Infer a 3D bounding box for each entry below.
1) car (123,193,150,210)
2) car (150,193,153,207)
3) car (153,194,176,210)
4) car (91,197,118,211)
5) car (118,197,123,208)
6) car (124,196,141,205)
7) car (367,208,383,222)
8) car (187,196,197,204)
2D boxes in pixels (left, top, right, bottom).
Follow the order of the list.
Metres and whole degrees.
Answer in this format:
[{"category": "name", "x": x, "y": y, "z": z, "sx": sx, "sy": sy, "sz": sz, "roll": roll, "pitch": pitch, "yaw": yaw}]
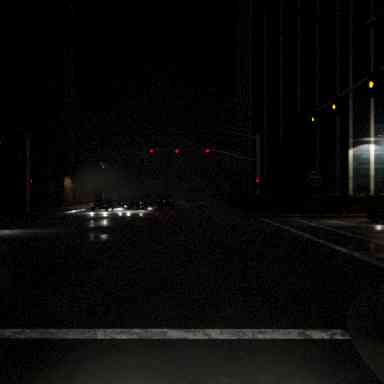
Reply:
[{"category": "car", "x": -7.139, "y": 1.352, "z": 43.399, "sx": 2.097, "sy": 1.767, "sz": 4.553, "roll": 0, "pitch": 0, "yaw": 0}, {"category": "car", "x": -7.136, "y": 1.221, "z": 52.900, "sx": 2.150, "sy": 2.045, "sz": 5.566, "roll": 0, "pitch": 0, "yaw": 0}, {"category": "car", "x": -3.438, "y": 1.221, "z": 44.154, "sx": 2.150, "sy": 2.045, "sz": 5.566, "roll": 0, "pitch": 0, "yaw": 0}, {"category": "car", "x": -10.617, "y": 1.526, "z": 39.890, "sx": 1.812, "sy": 1.442, "sz": 4.674, "roll": 0, "pitch": 0, "yaw": 0}, {"category": "car", "x": -10.639, "y": 1.491, "z": 49.159, "sx": 2.128, "sy": 1.511, "sz": 4.902, "roll": 0, "pitch": 0, "yaw": 0}, {"category": "car", "x": -10.608, "y": 1.491, "z": 59.342, "sx": 2.128, "sy": 1.511, "sz": 4.902, "roll": 0, "pitch": 0, "yaw": 0}, {"category": "car", "x": 15.460, "y": 1.478, "z": 24.329, "sx": 5.008, "sy": 1.535, "sz": 1.882, "roll": 0, "pitch": 0, "yaw": -1}, {"category": "car", "x": -0.062, "y": 1.525, "z": 64.957, "sx": 1.812, "sy": 1.442, "sz": 4.674, "roll": 0, "pitch": 0, "yaw": 0}]
